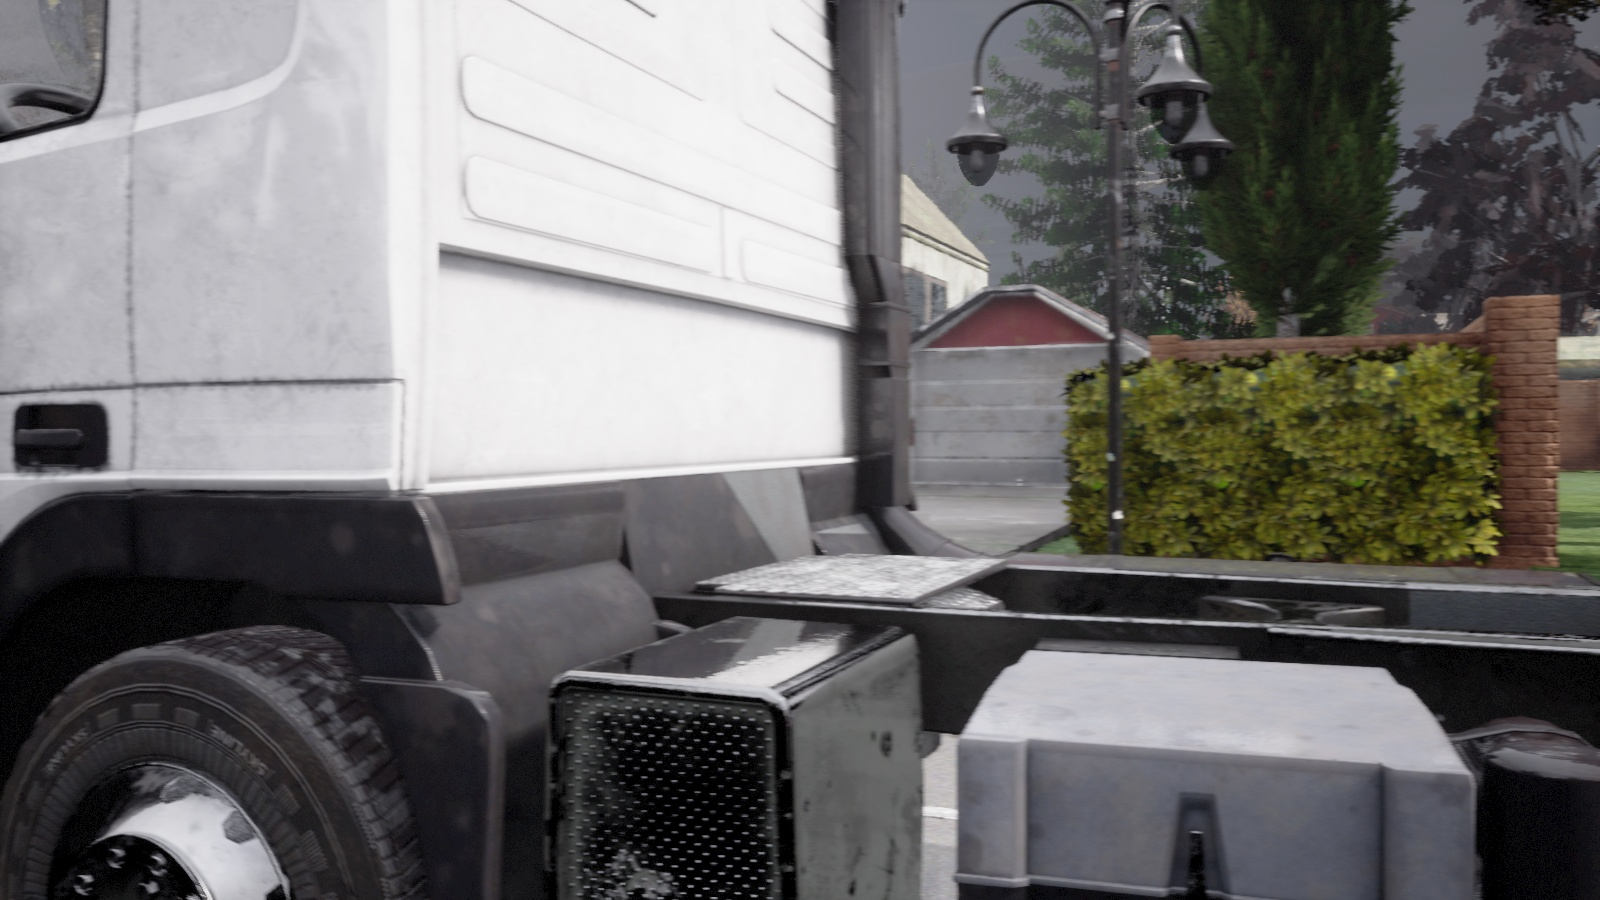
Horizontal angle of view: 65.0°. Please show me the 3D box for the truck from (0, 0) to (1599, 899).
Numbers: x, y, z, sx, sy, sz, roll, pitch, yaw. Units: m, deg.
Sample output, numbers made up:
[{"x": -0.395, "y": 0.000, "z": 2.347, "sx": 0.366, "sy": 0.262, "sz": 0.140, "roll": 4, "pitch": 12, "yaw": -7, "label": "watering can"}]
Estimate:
[{"x": 1.252, "y": -0.199, "z": 2.891, "sx": 7.936, "sy": 3.462, "sz": 2.891, "roll": 1, "pitch": 1, "yaw": 23, "label": "truck"}]
